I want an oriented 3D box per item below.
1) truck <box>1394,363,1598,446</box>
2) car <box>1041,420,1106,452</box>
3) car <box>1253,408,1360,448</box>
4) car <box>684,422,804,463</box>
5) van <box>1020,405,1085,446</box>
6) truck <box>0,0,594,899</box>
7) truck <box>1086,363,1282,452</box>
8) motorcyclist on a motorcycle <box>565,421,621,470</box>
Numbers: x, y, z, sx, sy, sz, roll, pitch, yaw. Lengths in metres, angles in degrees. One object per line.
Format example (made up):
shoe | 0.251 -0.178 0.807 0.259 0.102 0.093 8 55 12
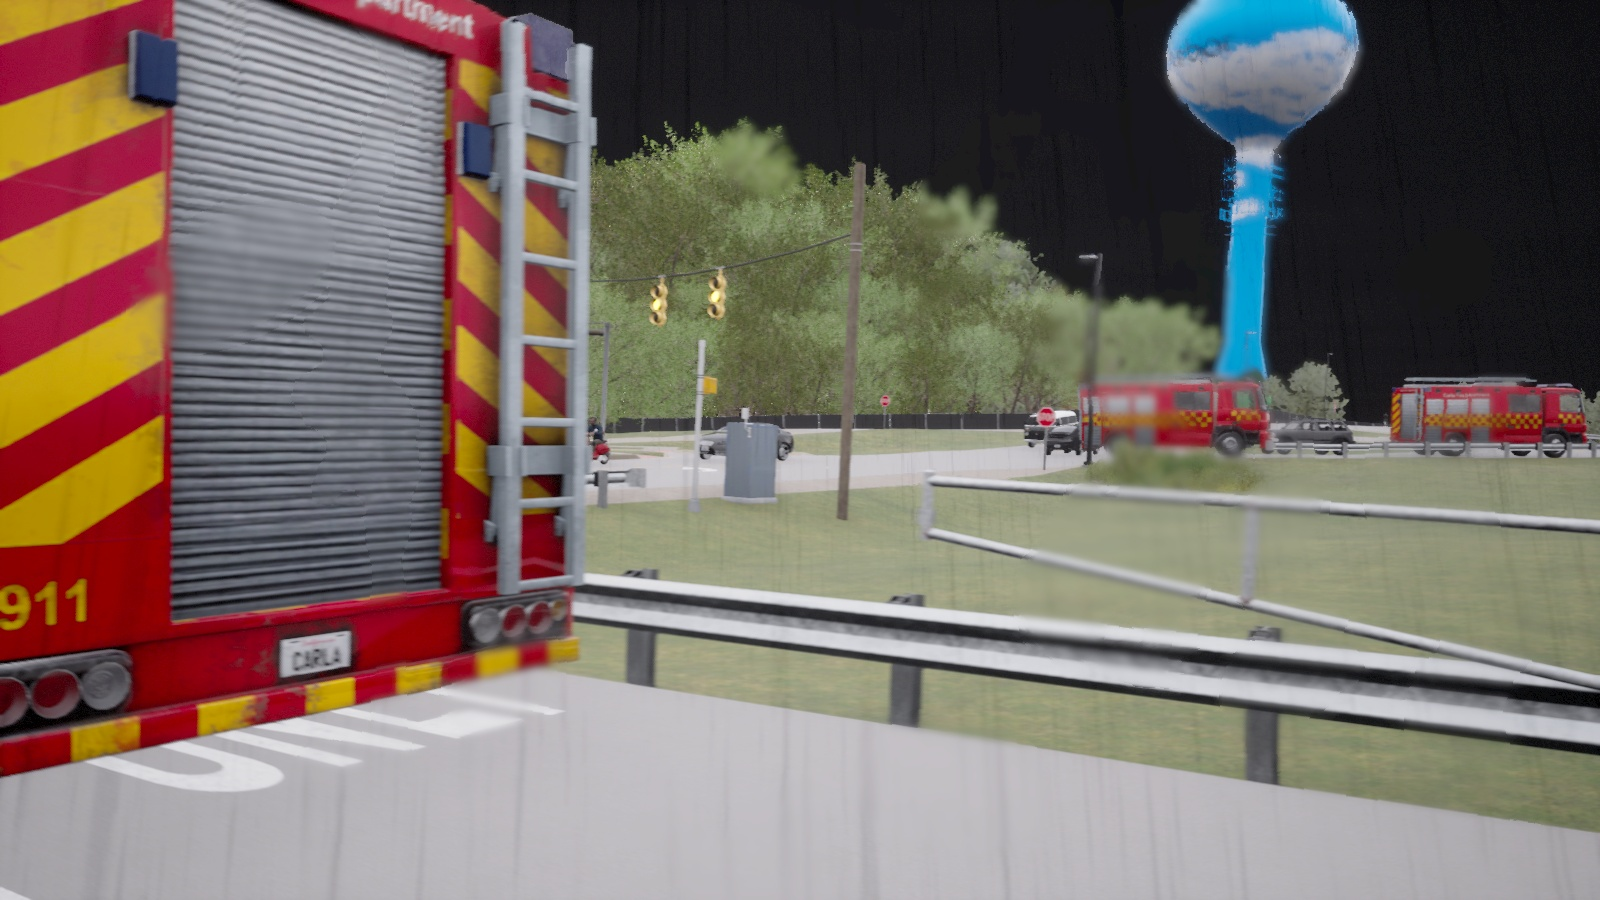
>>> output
truck | 33.661 -2.187 60.884 8.468 3.827 2.891 -1 1 -6
car | 14.156 -0.757 64.792 1.837 1.490 4.892 1 2 31
car | 25.360 -1.108 62.921 4.605 1.855 1.932 -1 1 -7
car | -2.130 -0.338 49.475 2.128 1.511 4.902 2 2 36
van | 14.457 -1.424 71.770 2.069 2.038 4.480 2 6 34
truck | -5.325 -0.496 7.151 8.468 3.827 2.891 0 1 34
truck | 17.949 -1.908 58.831 8.468 3.827 2.891 -1 1 24
motorcyclist on a motorcycle | -6.936 -0.159 42.149 0.866 1.590 1.817 2 2 33
